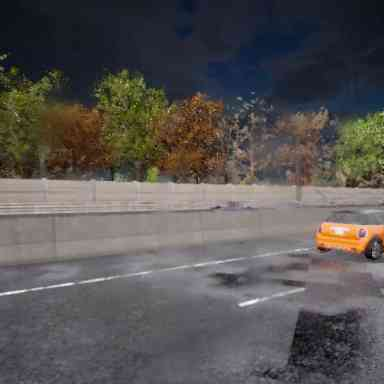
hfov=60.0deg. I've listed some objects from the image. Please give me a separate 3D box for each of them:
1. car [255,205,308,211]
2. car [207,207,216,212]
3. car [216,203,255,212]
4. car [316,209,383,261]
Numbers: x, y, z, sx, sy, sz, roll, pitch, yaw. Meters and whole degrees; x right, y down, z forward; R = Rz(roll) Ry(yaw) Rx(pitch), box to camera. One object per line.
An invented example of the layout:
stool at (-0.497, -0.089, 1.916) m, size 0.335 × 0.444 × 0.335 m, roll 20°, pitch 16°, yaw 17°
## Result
car at (7.896, 1.734, 26.831) m, size 5.357 × 1.411 × 2.033 m, roll 1°, pitch 0°, yaw -36°
car at (3.498, 1.747, 32.288) m, size 4.181 × 1.385 × 1.994 m, roll 1°, pitch 0°, yaw -35°
car at (4.711, 1.775, 28.857) m, size 4.718 × 1.301 × 1.895 m, roll 1°, pitch 0°, yaw -36°
car at (6.947, 1.461, 13.010) m, size 4.553 × 1.767 × 2.097 m, roll 1°, pitch 0°, yaw -35°
